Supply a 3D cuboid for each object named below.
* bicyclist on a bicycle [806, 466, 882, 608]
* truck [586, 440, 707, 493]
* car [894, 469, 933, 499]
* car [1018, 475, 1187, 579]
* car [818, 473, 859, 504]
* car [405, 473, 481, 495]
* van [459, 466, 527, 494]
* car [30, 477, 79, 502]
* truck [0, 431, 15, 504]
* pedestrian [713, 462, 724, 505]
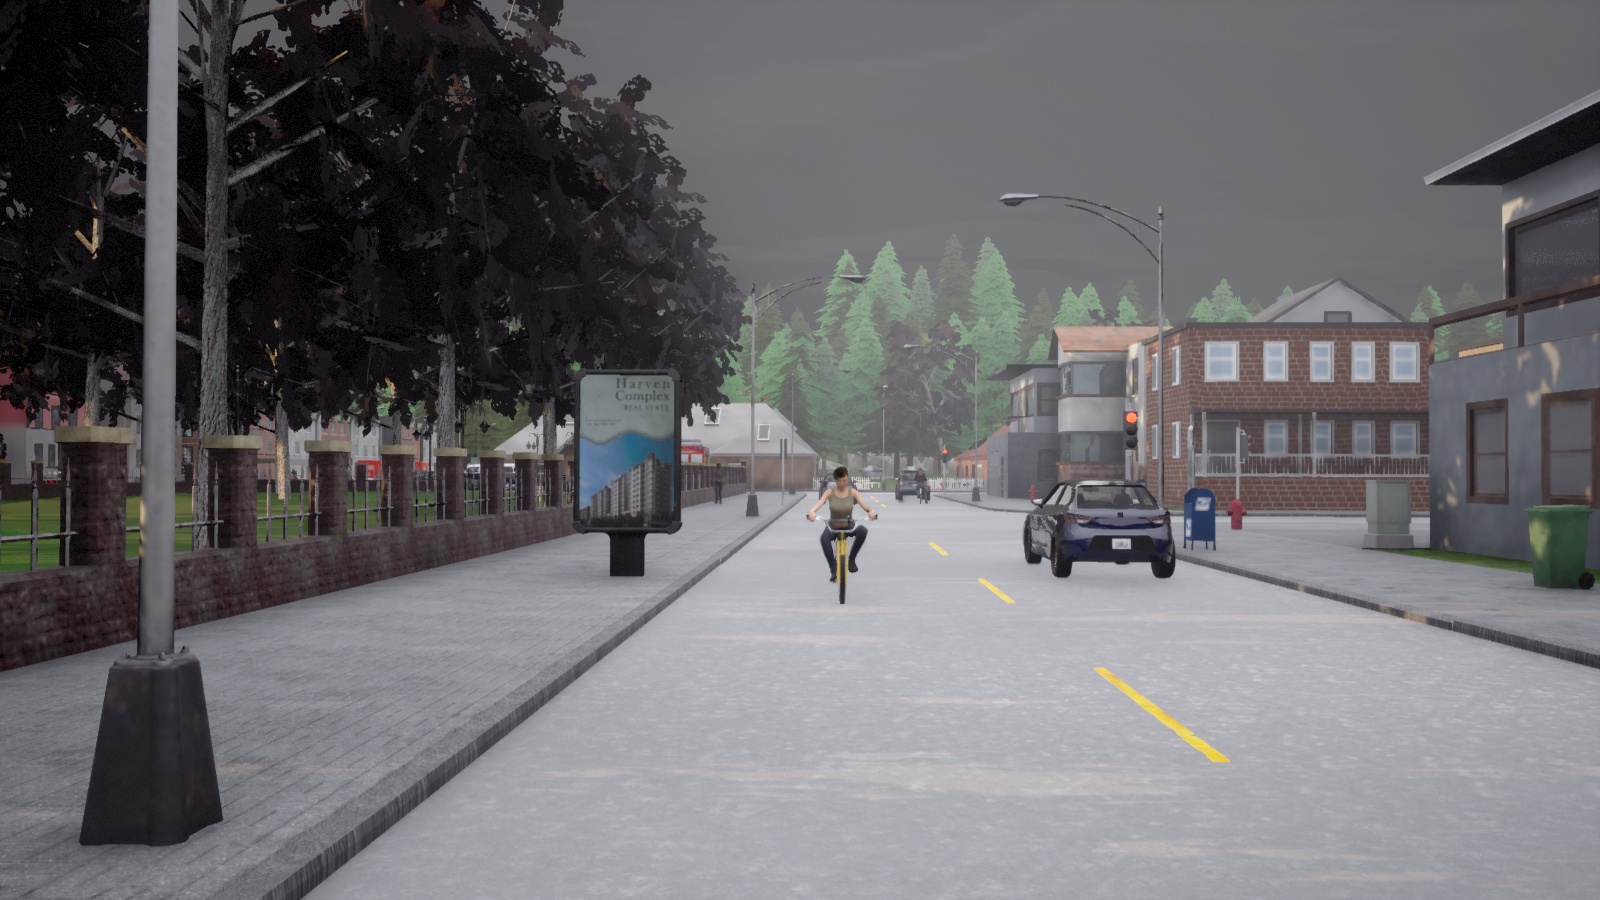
[{"bbox_3d":[0.514,1.002,15.093,0.866,1.612,1.509,0,-1,1],"label":"bicyclist on a bicycle"},{"bbox_3d":[-11.279,1.249,92.769,8.468,3.827,2.891,0,-1,2],"label":"truck"},{"bbox_3d":[6.149,1.837,68.583,1.851,1.617,3.988,0,-1,1],"label":"car"},{"bbox_3d":[4.691,1.146,20.060,1.816,1.474,4.193,0,-1,2],"label":"car"},{"bbox_3d":[1.854,1.848,61.329,1.816,1.474,4.193,0,-1,-1],"label":"car"},{"bbox_3d":[-25.426,2.417,89.475,4.892,1.490,1.837,1,-1,0],"label":"car"},{"bbox_3d":[-22.757,2.188,93.097,4.480,2.038,2.069,0,-1,2],"label":"van"},{"bbox_3d":[-43.070,2.258,72.587,1.481,1.376,2.207,0,-1,2],"label":"car"},{"bbox_3d":[-43.359,0.871,62.654,2.891,3.827,8.468,0,-1,2],"label":"truck"},{"bbox_3d":[-3.505,1.444,54.101,0.328,1.805,0.869,0,-1,7],"label":"pedestrian"}]
